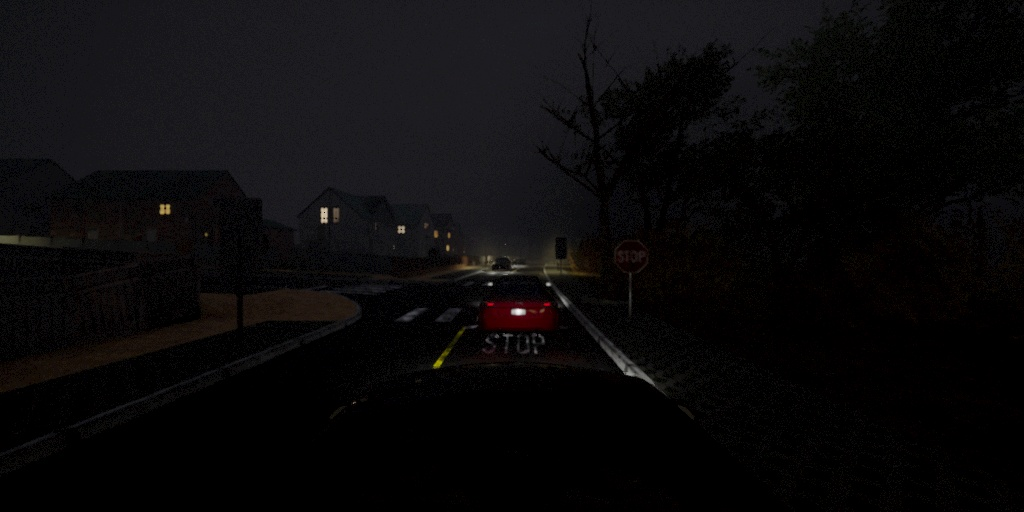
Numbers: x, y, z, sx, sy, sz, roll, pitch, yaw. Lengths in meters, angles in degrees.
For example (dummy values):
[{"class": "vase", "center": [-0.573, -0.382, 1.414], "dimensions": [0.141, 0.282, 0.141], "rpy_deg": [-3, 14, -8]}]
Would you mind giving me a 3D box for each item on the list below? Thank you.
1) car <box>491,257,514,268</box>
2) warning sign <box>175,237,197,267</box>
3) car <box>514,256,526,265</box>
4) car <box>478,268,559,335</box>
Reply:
[{"class": "car", "center": [-1.135, 0.911, 40.296], "dimensions": [1.837, 1.490, 4.892], "rpy_deg": [0, 0, 5]}, {"class": "warning sign", "center": [-19.665, -0.205, 21.623], "dimensions": [1.060, 1.860, 1.300], "rpy_deg": [0, 0, 1]}, {"class": "car", "center": [1.308, 0.811, 62.980], "dimensions": [2.128, 1.511, 4.902], "rpy_deg": [0, 0, 8]}, {"class": "car", "center": [0.202, 1.227, 10.210], "dimensions": [1.994, 1.385, 4.181], "rpy_deg": [0, 1, 1]}]
